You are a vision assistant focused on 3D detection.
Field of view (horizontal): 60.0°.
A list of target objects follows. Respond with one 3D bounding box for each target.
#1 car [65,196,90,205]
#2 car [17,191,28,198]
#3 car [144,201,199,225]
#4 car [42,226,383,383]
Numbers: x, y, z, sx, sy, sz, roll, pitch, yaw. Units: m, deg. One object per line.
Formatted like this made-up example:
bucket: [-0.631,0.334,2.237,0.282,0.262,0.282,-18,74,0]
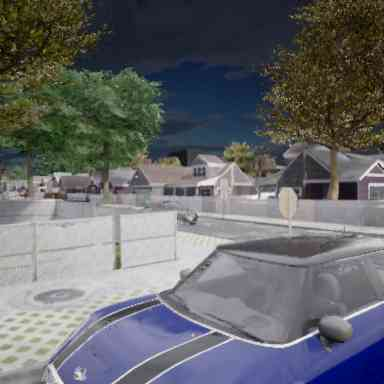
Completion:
car: [-13.269,1.272,38.477,2.128,1.511,4.902,0,0,-35]
car: [-40.325,0.778,81.054,2.150,2.045,5.566,0,0,-36]
car: [-1.478,1.384,21.992,1.837,1.490,4.892,0,1,-36]
car: [0.865,1.343,3.570,4.553,1.767,2.097,0,0,-36]
